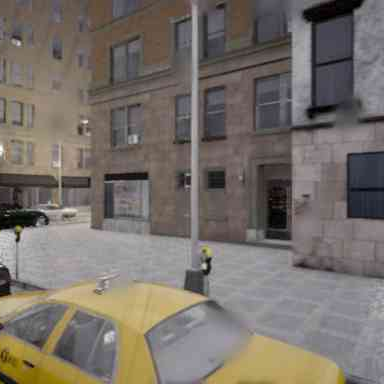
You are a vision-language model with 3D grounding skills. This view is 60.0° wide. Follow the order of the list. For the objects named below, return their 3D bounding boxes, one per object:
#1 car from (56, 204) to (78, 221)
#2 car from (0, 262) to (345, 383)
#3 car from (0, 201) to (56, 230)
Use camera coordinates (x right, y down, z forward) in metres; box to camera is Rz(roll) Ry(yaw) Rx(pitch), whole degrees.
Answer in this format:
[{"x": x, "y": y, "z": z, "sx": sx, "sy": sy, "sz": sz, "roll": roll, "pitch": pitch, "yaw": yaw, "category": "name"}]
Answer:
[{"x": -10.804, "y": 1.527, "z": 23.974, "sx": 1.895, "sy": 1.301, "sz": 4.718, "roll": 0, "pitch": 0, "yaw": 35, "category": "car"}, {"x": -0.982, "y": 1.527, "z": 3.520, "sx": 4.829, "sy": 1.417, "sz": 1.752, "roll": 0, "pitch": 0, "yaw": 36, "category": "car"}, {"x": -10.366, "y": 1.300, "z": 18.602, "sx": 2.097, "sy": 1.767, "sz": 4.553, "roll": 0, "pitch": 0, "yaw": 29, "category": "car"}]
